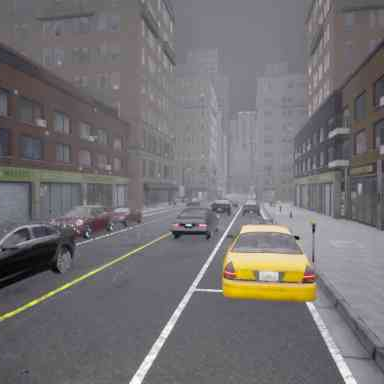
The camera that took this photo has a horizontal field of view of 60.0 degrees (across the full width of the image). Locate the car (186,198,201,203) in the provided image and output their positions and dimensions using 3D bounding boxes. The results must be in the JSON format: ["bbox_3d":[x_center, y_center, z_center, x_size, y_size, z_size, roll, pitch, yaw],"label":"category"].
[{"bbox_3d":[0.233,1.516,50.147,1.887,1.381,4.507,-1,0,10],"label":"car"}]

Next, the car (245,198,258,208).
[{"bbox_3d":[8.648,1.553,48.658,1.802,1.307,4.206,-1,0,10],"label":"car"}]

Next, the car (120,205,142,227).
[{"bbox_3d":[-4.637,1.575,22.647,1.802,1.307,4.206,-1,0,10],"label":"car"}]

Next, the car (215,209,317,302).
[{"bbox_3d":[1.800,1.454,8.380,1.801,1.575,5.366,0,0,10],"label":"car"}]

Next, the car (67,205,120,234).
[{"bbox_3d":[-5.612,1.436,17.147,1.967,1.590,4.097,-1,0,10],"label":"car"}]

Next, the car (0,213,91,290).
[{"bbox_3d":[-4.631,1.490,7.912,2.128,1.511,4.902,0,0,10],"label":"car"}]

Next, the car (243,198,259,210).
[{"bbox_3d":[7.673,1.542,43.158,1.947,1.339,4.313,-1,0,10],"label":"car"}]

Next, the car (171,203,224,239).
[{"bbox_3d":[0.303,1.542,17.415,2.033,1.411,5.357,0,0,10],"label":"car"}]

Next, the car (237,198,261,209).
[{"bbox_3d":[5.722,1.537,32.158,2.008,1.369,4.403,-1,0,10],"label":"car"}]

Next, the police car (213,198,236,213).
[{"bbox_3d":[3.038,1.410,33.436,1.930,1.638,5.238,0,0,10],"label":"police car"}]

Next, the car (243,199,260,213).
[{"bbox_3d":[6.727,1.506,37.825,1.752,1.417,4.829,-1,0,10],"label":"car"}]
